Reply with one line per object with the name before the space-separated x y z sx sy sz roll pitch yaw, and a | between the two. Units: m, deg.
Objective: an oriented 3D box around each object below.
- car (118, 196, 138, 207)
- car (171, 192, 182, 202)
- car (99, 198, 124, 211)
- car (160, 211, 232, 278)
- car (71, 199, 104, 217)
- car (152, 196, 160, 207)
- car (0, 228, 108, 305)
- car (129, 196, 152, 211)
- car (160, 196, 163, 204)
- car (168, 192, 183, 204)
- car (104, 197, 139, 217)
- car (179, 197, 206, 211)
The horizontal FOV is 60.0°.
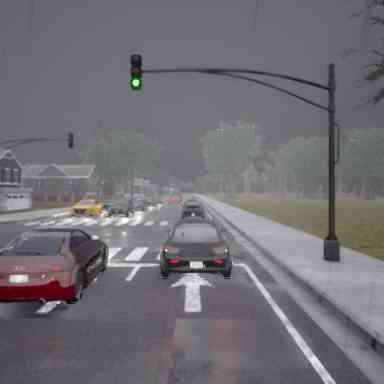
car | -9.793 1.447 51.108 2.128 1.511 4.902 0 0 1
car | -3.249 1.005 72.190 2.150 2.045 5.566 0 0 0
car | -9.833 1.532 40.730 1.994 1.385 4.181 0 0 1
car | 0.102 1.522 9.996 1.812 1.442 4.674 0 0 0
car | -9.851 1.457 31.577 1.882 1.535 5.008 0 0 -1
car | -6.549 1.519 50.912 1.994 1.385 4.181 0 0 1
car | -3.331 1.561 8.125 1.994 1.385 4.181 0 0 -4
car | -6.590 1.459 40.907 2.128 1.511 4.902 0 0 0
car | -6.513 1.446 61.296 1.837 1.490 4.892 0 1 1
car | -3.250 1.294 62.126 2.097 1.767 4.553 0 0 0
car | -6.595 1.484 31.535 1.837 1.490 4.892 0 0 0
car | 0.097 1.488 28.504 1.837 1.490 4.892 0 0 0
